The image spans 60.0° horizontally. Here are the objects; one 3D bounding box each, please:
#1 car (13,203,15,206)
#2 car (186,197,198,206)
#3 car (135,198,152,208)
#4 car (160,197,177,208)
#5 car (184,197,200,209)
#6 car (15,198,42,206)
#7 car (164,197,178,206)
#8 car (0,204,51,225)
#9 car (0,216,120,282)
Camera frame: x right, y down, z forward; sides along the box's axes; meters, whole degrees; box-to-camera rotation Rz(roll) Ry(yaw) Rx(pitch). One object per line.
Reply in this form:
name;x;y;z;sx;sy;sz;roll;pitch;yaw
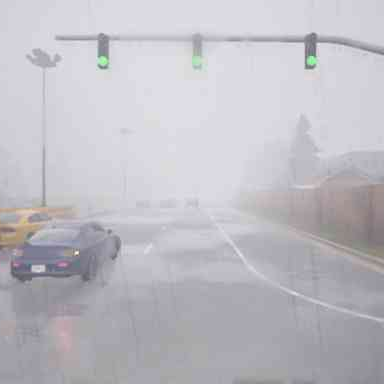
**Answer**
car;-20.996;1.502;42.631;1.882;1.535;5.008;0;0;0
car;0.006;1.633;57.468;1.895;1.301;4.718;0;0;0
car;-6.995;1.575;48.095;2.033;1.411;5.357;0;0;0
car;-3.494;1.591;47.234;1.994;1.385;4.181;0;0;0
car;0.007;1.532;47.019;1.837;1.490;4.892;0;0;0
car;-17.496;1.585;37.296;1.994;1.385;4.181;0;0;0
car;-3.494;1.580;57.022;2.033;1.411;5.357;0;0;0
car;-6.896;1.485;13.693;1.882;1.535;5.008;0;0;0
car;-3.399;1.531;9.669;1.812;1.442;4.674;0;0;0
